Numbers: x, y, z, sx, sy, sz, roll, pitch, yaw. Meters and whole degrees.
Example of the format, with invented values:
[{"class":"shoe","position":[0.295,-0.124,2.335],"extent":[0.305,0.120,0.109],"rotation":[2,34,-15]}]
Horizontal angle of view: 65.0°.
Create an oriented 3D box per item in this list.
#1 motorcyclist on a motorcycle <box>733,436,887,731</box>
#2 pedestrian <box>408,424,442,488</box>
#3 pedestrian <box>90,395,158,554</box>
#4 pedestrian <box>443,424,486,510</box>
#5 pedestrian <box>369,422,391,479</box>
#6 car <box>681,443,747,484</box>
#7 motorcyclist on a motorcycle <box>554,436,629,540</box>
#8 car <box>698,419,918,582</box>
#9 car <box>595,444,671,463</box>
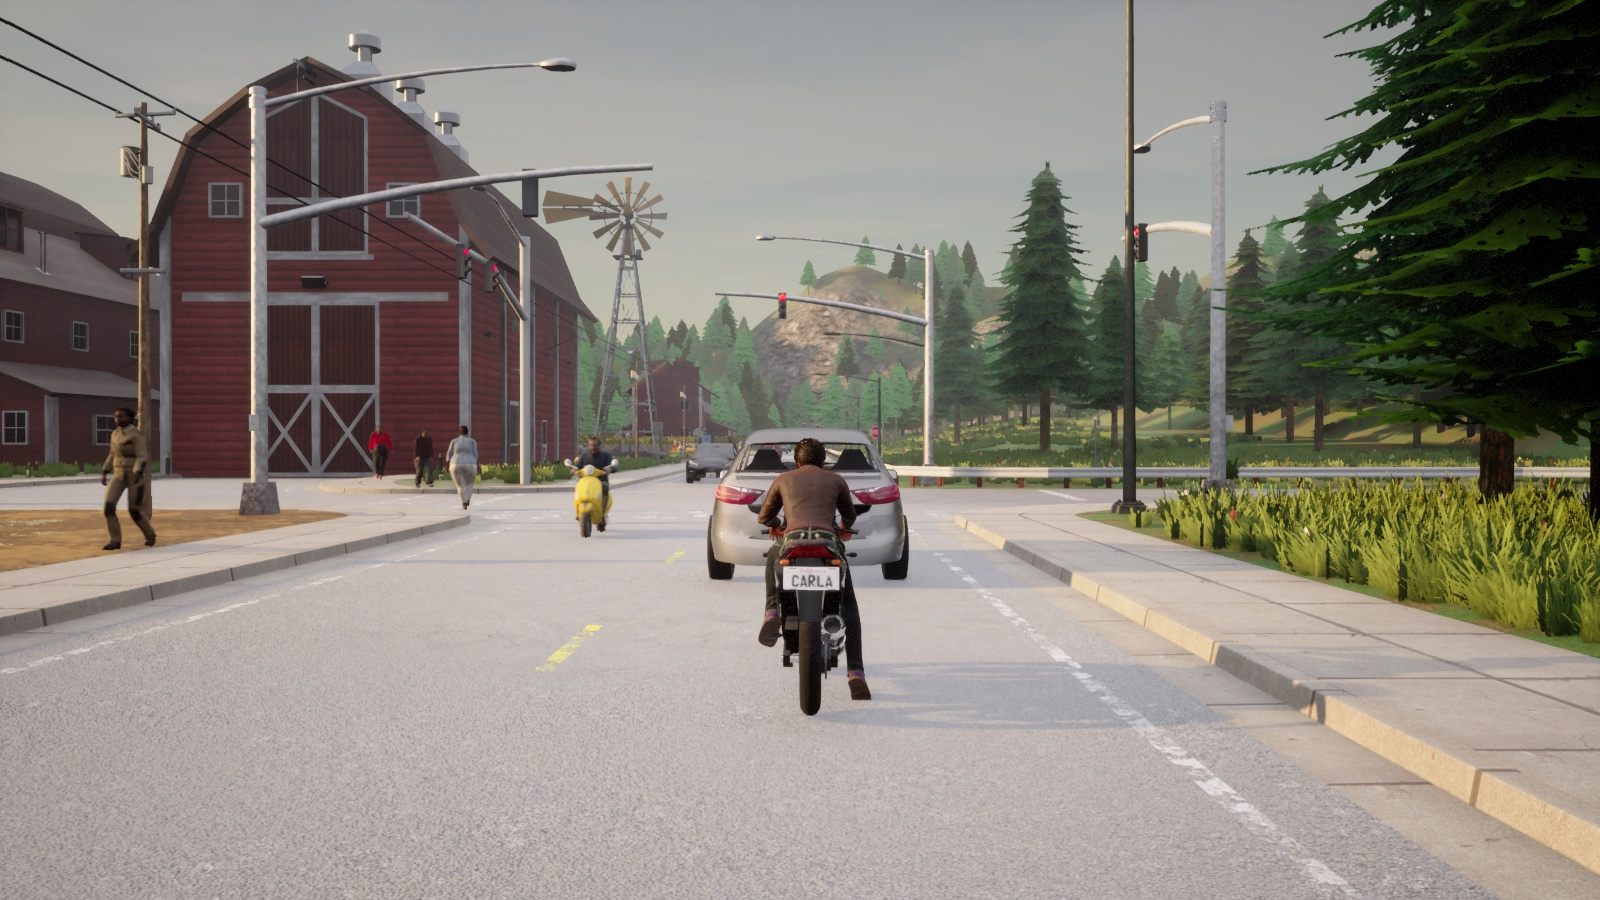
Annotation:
[{"class":"motorcyclist on a motorcycle","position":[0.058,0.686,7.516],"extent":[0.797,1.523,2.044],"rotation":[0,0,0]},{"class":"pedestrian","position":[-10.862,0.167,36.370],"extent":[0.634,1.844,0.899],"rotation":[0,0,-40]},{"class":"pedestrian","position":[-8.420,0.293,15.652],"extent":[0.396,1.930,0.692],"rotation":[0,0,11]},{"class":"pedestrian","position":[-7.311,0.361,27.395],"extent":[0.874,1.855,0.900],"rotation":[0,0,-12]},{"class":"pedestrian","position":[-13.642,0.020,40.761],"extent":[0.634,1.844,0.899],"rotation":[0,0,-21]},{"class":"car","position":[-3.211,0.474,47.878],"extent":[2.163,1.488,4.792],"rotation":[0,0,0]},{"class":"motorcyclist on a motorcycle","position":[-3.327,0.583,20.210],"extent":[0.866,1.590,1.817],"rotation":[0,0,1]},{"class":"car","position":[0.100,0.505,15.143],"extent":[2.242,1.667,4.611],"rotation":[0,0,1]},{"class":"car","position":[-12.285,0.260,92.678],"extent":[5.357,1.411,2.033],"rotation":[0,0,-1]}]
